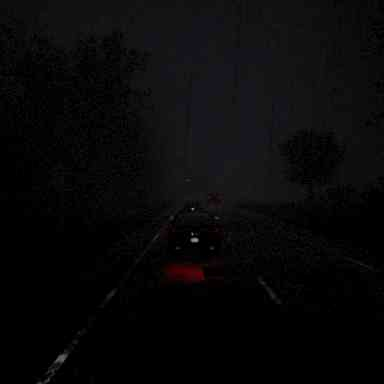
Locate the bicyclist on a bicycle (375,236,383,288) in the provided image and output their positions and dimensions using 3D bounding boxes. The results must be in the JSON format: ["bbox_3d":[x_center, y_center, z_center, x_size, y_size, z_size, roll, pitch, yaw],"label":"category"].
[{"bbox_3d":[4.464,1.437,7.280,0.582,1.620,1.656,0,0,0],"label":"bicyclist on a bicycle"}]

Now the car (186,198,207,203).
[{"bbox_3d":[0.085,1.496,31.576,1.994,1.385,4.181,0,0,0],"label":"car"}]

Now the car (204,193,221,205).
[{"bbox_3d":[3.577,1.104,56.181,2.150,2.045,5.566,0,0,0],"label":"car"}]

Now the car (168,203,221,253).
[{"bbox_3d":[0.092,1.448,13.554,1.882,1.535,5.008,0,0,0],"label":"car"}]
